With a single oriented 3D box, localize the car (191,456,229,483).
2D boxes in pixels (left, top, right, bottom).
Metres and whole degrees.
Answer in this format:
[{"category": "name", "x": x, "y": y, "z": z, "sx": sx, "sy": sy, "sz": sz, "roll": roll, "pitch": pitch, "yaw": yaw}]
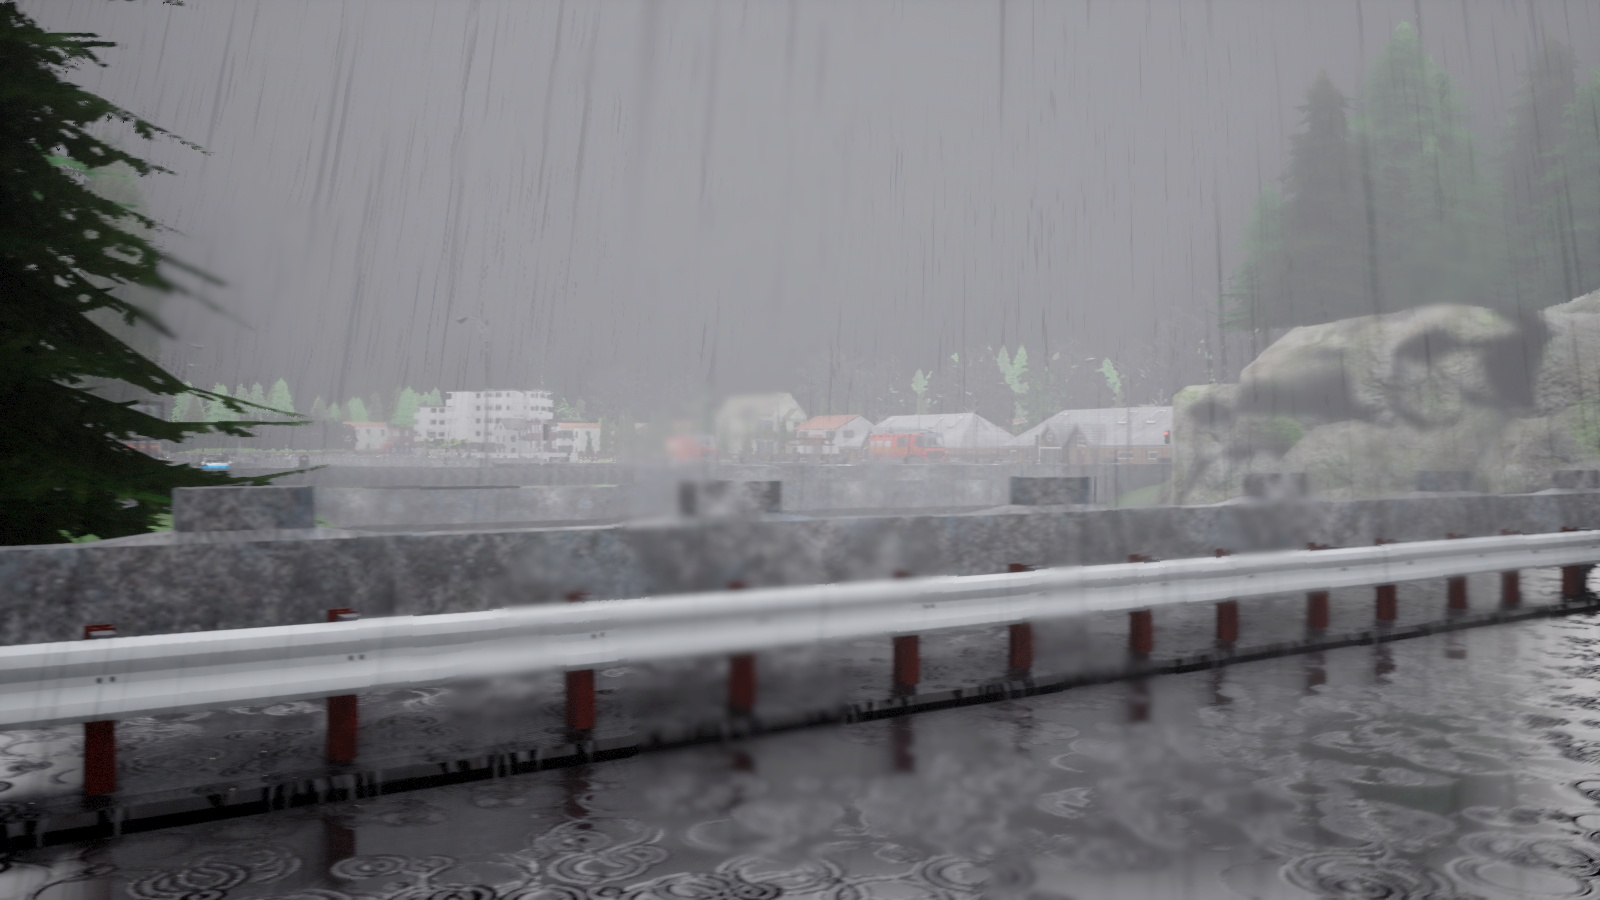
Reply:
[{"category": "car", "x": -31.297, "y": 1.030, "z": 66.613, "sx": 1.481, "sy": 1.376, "sz": 2.207, "roll": 0, "pitch": -1, "yaw": -35}]
